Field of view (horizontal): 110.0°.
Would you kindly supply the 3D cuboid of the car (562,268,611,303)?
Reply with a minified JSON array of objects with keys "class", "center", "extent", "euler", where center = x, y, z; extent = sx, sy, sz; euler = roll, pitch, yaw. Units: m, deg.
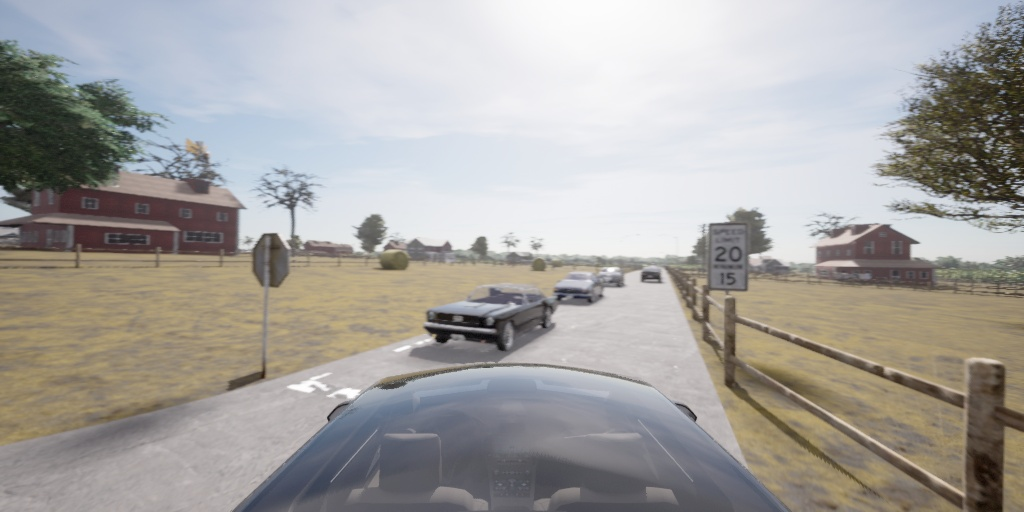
[{"class":"car","center":[3.698,1.556,19.059],"extent":[2.033,1.411,5.357],"euler":[1,-1,23]}]

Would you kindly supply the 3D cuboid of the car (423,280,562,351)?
[{"class":"car","center":[-0.283,1.434,9.579],"extent":[1.895,1.301,4.718],"euler":[1,-1,23]}]

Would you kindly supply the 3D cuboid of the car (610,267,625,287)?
[{"class":"car","center":[8.263,1.709,29.929],"extent":[2.128,1.511,4.902],"euler":[1,-1,23]}]

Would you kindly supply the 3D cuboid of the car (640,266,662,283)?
[{"class":"car","center":[14.452,1.891,37.220],"extent":[1.882,1.535,5.008],"euler":[1,-1,23]}]
